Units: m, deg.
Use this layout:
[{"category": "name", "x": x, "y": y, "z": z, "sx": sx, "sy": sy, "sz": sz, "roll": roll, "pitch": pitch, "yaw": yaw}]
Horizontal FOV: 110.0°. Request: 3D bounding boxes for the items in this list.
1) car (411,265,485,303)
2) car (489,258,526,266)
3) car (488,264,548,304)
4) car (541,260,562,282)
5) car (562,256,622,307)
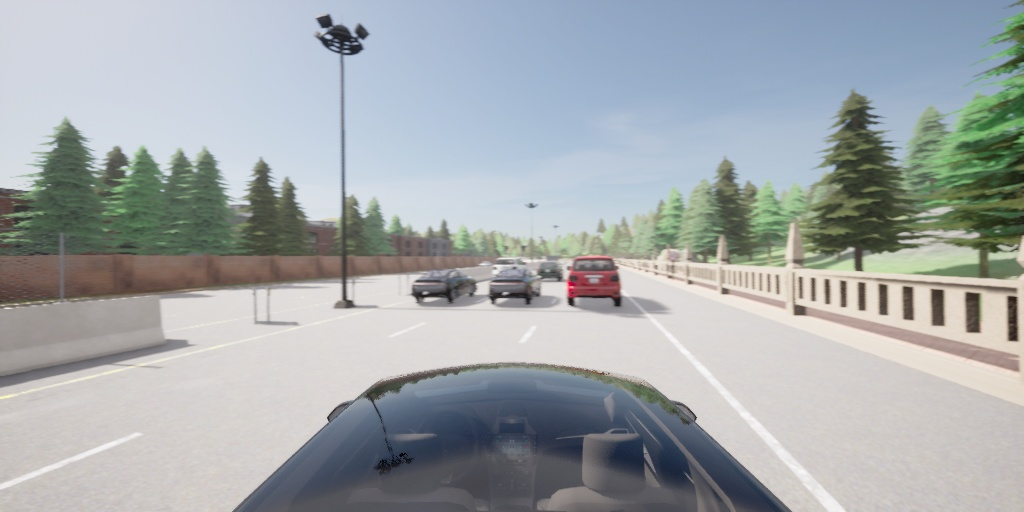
[{"category": "car", "x": -3.180, "y": 1.401, "z": 17.688, "sx": 2.128, "sy": 1.511, "sz": 4.902, "roll": -1, "pitch": 0, "yaw": 12}, {"category": "car", "x": -0.061, "y": 1.182, "z": 32.066, "sx": 2.150, "sy": 2.045, "sz": 5.566, "roll": -1, "pitch": 0, "yaw": 13}, {"category": "car", "x": 0.248, "y": 1.347, "z": 16.981, "sx": 2.128, "sy": 1.511, "sz": 4.902, "roll": -1, "pitch": 0, "yaw": 12}, {"category": "car", "x": 3.372, "y": 1.261, "z": 31.365, "sx": 2.097, "sy": 1.767, "sz": 4.553, "roll": -1, "pitch": -1, "yaw": 12}, {"category": "car", "x": 3.610, "y": 1.015, "z": 16.005, "sx": 2.150, "sy": 2.045, "sz": 5.566, "roll": -1, "pitch": 0, "yaw": 12}]
